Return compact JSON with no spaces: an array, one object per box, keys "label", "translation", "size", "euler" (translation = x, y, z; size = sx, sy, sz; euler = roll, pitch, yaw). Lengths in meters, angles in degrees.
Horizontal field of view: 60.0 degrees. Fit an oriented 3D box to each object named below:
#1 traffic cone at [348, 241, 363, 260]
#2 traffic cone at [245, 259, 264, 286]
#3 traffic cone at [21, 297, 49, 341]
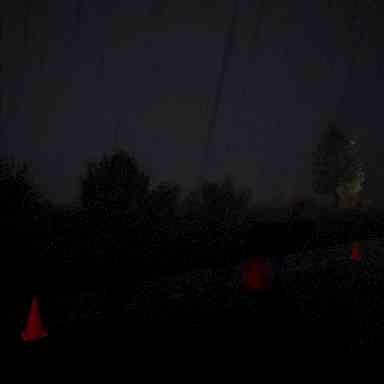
[{"label":"traffic cone","translation":[5.490,1.949,11.144],"size":[0.340,0.580,0.340],"euler":[0,0,-37]},{"label":"traffic cone","translation":[1.528,1.954,8.163],"size":[0.340,0.580,0.340],"euler":[0,0,-37]},{"label":"traffic cone","translation":[-2.472,1.959,5.235],"size":[0.340,0.580,0.340],"euler":[0,0,-36]}]
